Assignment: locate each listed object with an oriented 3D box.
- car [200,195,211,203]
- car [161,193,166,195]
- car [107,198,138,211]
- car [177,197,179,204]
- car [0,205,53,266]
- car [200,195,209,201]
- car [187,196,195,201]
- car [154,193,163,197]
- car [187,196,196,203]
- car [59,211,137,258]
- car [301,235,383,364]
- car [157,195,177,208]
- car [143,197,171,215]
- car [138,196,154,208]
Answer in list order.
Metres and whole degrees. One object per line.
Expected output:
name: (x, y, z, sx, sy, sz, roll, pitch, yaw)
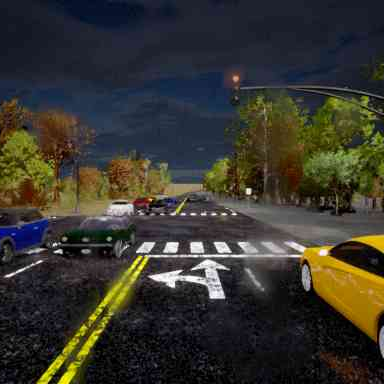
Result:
car: (3.073, 1.506, 71.529, 2.128, 1.511, 4.902, 0, 0, 0)
car: (-6.706, 1.194, 74.228, 2.150, 2.045, 5.566, 0, 0, 0)
car: (-6.687, 1.494, 31.547, 1.812, 1.442, 4.674, 0, -1, 0)
car: (-3.468, 1.555, 65.178, 2.033, 1.411, 5.357, 0, 0, 0)
car: (-6.631, 1.354, 11.451, 2.097, 1.767, 4.553, 0, 0, 0)
car: (3.022, 1.459, 81.684, 2.033, 1.411, 5.357, 0, 0, 0)
car: (-0.228, 1.608, 82.020, 1.895, 1.301, 4.718, 0, 0, 0)
car: (-6.743, 1.483, 58.452, 1.882, 1.535, 5.008, 0, 0, 0)
car: (-0.159, 1.567, 72.197, 1.994, 1.385, 4.181, 0, 0, 0)
car: (-3.392, 1.608, 12.844, 1.895, 1.301, 4.718, 0, 0, 0)
car: (3.347, 1.444, 5.450, 1.882, 1.535, 5.008, 0, 1, 0)
car: (-3.479, 1.530, 47.265, 1.812, 1.442, 4.674, 0, 0, 0)
car: (-3.442, 1.505, 33.738, 1.837, 1.490, 4.892, 0, 0, 0)
car: (-6.720, 1.481, 44.949, 1.882, 1.535, 5.008, 0, 0, 0)
